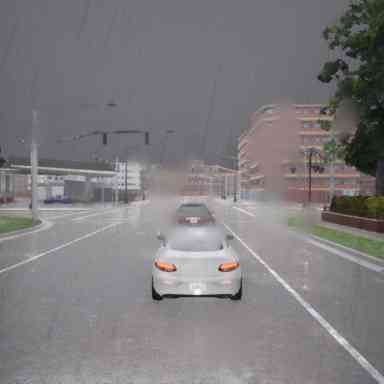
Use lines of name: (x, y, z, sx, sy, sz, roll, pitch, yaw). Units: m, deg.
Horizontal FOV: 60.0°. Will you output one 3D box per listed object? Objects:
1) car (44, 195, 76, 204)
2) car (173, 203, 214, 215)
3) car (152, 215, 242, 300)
car: (-23.380, 1.295, 57.957, 4.611, 1.667, 2.242, 0, 0, 1)
car: (0.081, 1.352, 17.225, 2.097, 1.767, 4.553, 0, 0, 0)
car: (0.095, 1.526, 8.232, 1.812, 1.442, 4.674, 0, 0, 0)
